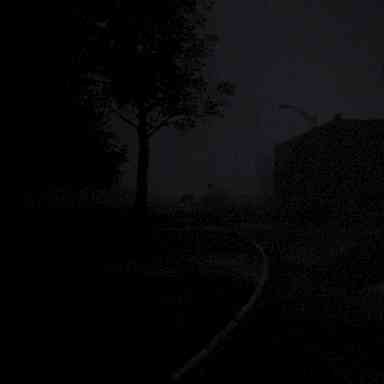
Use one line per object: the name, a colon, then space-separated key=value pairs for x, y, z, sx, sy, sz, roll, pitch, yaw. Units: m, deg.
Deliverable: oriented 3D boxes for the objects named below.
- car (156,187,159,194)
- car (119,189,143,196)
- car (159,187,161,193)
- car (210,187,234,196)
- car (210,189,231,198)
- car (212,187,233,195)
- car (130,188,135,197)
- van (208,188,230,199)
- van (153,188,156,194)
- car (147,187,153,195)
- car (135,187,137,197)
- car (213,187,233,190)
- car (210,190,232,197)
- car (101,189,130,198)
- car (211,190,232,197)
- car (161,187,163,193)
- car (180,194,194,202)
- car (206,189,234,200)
car: x=-12.092 y=-0.140 z=88.719 sx=5.008 sy=1.535 sz=2.097 roll=1 pitch=1 yaw=7
car: x=-13.770 y=0.178 z=75.039 sx=4.892 sy=1.521 sz=2.231 roll=1 pitch=1 yaw=7
car: x=-11.780 y=-0.328 z=91.455 sx=4.553 sy=1.767 sz=2.185 roll=1 pitch=1 yaw=7
car: x=7.410 y=-0.048 z=81.744 sx=5.566 sy=2.045 sz=2.435 roll=1 pitch=1 yaw=7
car: x=6.389 y=0.274 z=73.476 sx=4.553 sy=1.767 sz=2.185 roll=1 pitch=1 yaw=7
car: x=8.049 y=-0.182 z=87.392 sx=5.566 sy=2.045 sz=2.435 roll=1 pitch=1 yaw=7
car: x=-14.777 y=0.349 z=66.826 sx=5.008 sy=1.535 sz=2.097 roll=1 pitch=1 yaw=7
van: x=5.578 y=0.295 z=68.098 sx=4.442 sy=1.987 sz=1.878 roll=1 pitch=1 yaw=7
van: x=-12.304 y=-0.301 z=85.962 sx=4.442 sy=1.987 sz=1.878 roll=1 pitch=1 yaw=7
car: x=-13.119 y=-0.202 z=80.507 sx=5.566 sy=2.045 sz=2.435 roll=1 pitch=1 yaw=7
car: x=-14.434 y=0.333 z=69.561 sx=4.674 sy=1.452 sz=2.002 roll=1 pitch=1 yaw=7
car: x=5.368 y=0.454 z=65.196 sx=4.553 sy=1.767 sz=2.185 roll=1 pitch=1 yaw=7
car: x=6.708 y=0.330 z=76.364 sx=5.008 sy=1.535 sz=2.097 roll=1 pitch=1 yaw=7
car: x=-15.075 y=0.277 z=64.078 sx=4.553 sy=1.767 sz=2.185 roll=1 pitch=1 yaw=7
car: x=7.045 y=0.269 z=78.997 sx=4.892 sy=1.521 sz=2.231 roll=1 pitch=1 yaw=7
car: x=-11.445 y=-0.388 z=94.190 sx=4.553 sy=1.767 sz=2.185 roll=1 pitch=1 yaw=7
car: x=-0.684 y=0.905 z=51.383 sx=1.895 sy=1.301 sz=4.718 roll=1 pitch=1 yaw=3
car: x=4.640 y=0.706 z=59.813 sx=4.792 sy=1.488 sz=2.163 roll=1 pitch=1 yaw=7
